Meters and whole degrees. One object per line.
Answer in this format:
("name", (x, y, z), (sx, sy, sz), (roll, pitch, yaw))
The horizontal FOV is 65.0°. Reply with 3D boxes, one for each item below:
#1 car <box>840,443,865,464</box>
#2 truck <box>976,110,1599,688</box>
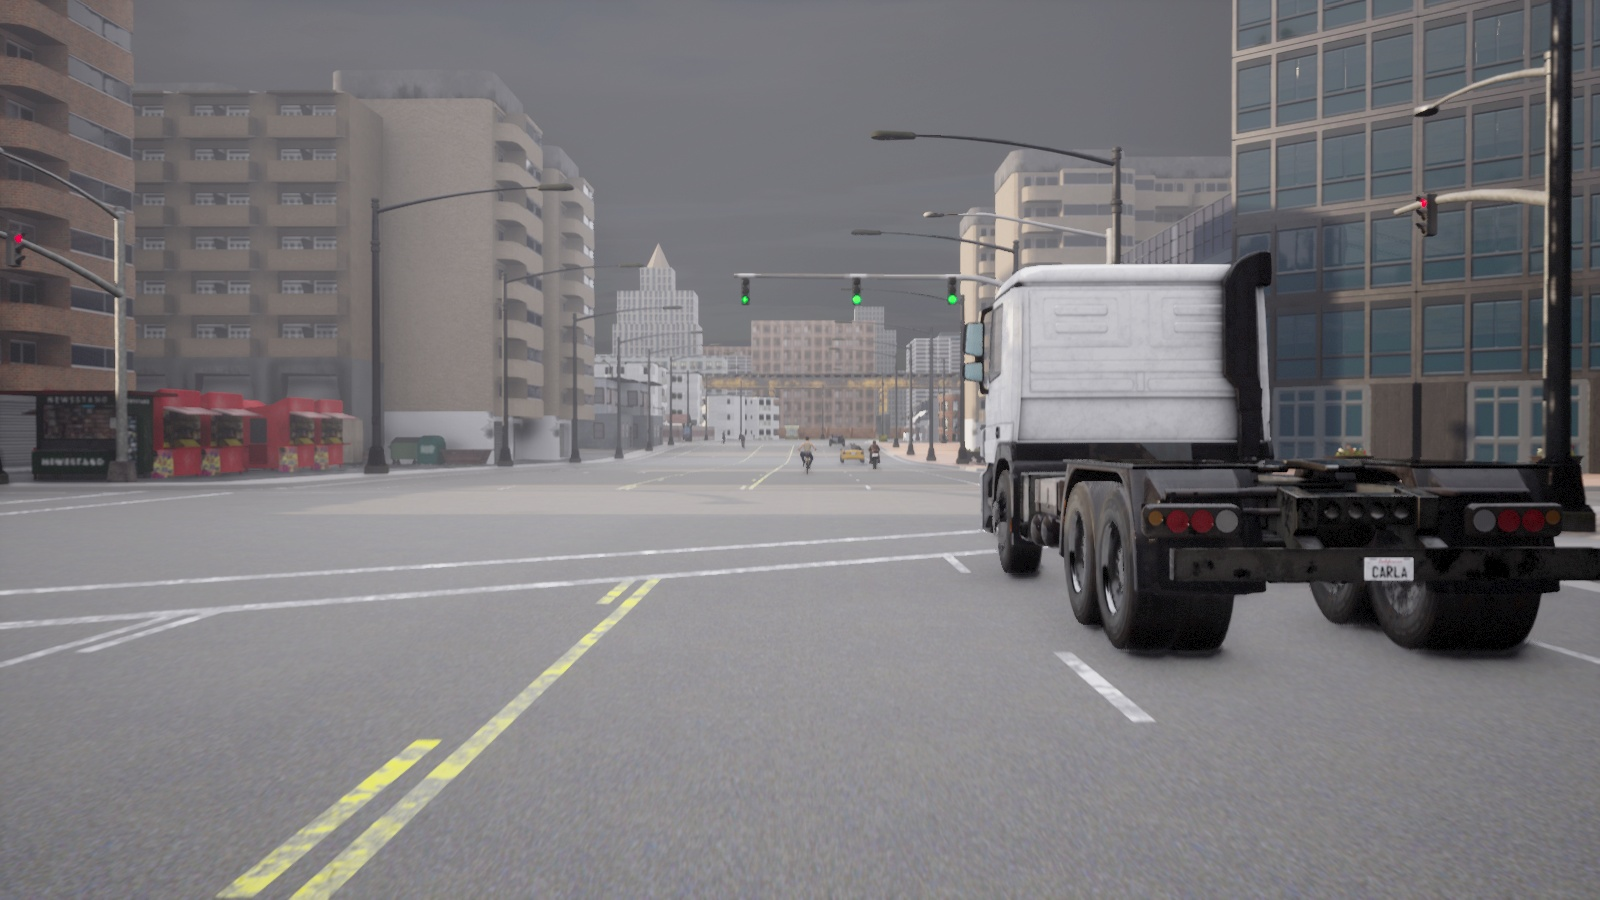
("car", (4.071, 0.261, 97.867), (1.801, 1.575, 5.366), (0, 0, 0))
("truck", (3.581, -0.330, 11.507), (2.891, 3.462, 7.936), (0, 0, 0))
